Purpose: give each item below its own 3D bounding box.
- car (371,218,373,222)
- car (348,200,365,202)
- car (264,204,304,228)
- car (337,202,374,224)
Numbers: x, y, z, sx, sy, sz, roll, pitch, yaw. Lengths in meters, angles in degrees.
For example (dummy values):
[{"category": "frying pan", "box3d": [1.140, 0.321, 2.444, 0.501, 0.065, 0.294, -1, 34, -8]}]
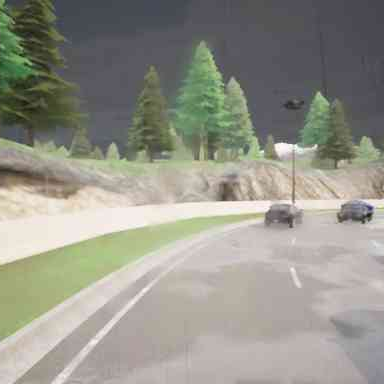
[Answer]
[{"category": "car", "box3d": [4.136, 1.389, 3.639, 2.097, 1.767, 4.553, 1, 0, 5]}, {"category": "car", "box3d": [18.411, 1.651, 36.931, 5.008, 1.535, 1.882, 1, 0, -40]}, {"category": "car", "box3d": [6.387, 1.568, 22.792, 1.837, 1.490, 4.892, 0, 0, 29]}, {"category": "car", "box3d": [12.767, 1.721, 25.850, 1.895, 1.301, 4.718, 0, 0, 36]}]
